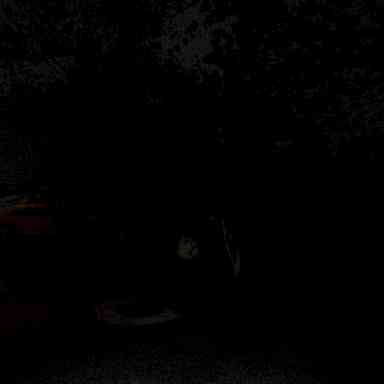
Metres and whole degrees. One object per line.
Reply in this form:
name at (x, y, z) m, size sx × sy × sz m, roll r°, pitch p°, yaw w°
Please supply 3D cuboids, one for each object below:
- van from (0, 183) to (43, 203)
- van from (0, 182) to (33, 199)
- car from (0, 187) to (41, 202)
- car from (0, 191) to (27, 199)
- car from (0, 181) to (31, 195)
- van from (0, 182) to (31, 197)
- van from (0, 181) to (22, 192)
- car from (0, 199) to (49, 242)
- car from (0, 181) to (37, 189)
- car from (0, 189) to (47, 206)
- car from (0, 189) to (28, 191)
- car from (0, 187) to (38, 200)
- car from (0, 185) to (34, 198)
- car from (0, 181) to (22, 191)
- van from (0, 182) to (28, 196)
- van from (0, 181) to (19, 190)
van at (-18.019, 0.122, 34.440) m, size 4.442 × 1.987 × 1.878 m, roll 1°, pitch 2°, yaw -30°
van at (-22.333, -0.195, 41.368) m, size 4.442 × 1.987 × 1.878 m, roll 1°, pitch 2°, yaw -31°
car at (-19.502, 0.264, 36.793) m, size 4.792 × 1.488 × 2.163 m, roll 1°, pitch 2°, yaw -30°
car at (-8.315, 1.046, 17.679) m, size 4.553 × 1.767 × 2.185 m, roll 1°, pitch 2°, yaw -30°
car at (-27.864, -0.599, 50.978) m, size 5.566 × 2.045 × 2.435 m, roll 1°, pitch 1°, yaw -30°
van at (-24.943, -0.383, 46.274) m, size 4.442 × 1.987 × 1.878 m, roll 1°, pitch 1°, yaw -30°
van at (-34.795, -1.046, 63.109) m, size 4.442 × 1.987 × 1.878 m, roll 1°, pitch 1°, yaw -30°
car at (-6.952, 1.289, 15.275) m, size 5.008 × 1.535 × 2.097 m, roll 1°, pitch 2°, yaw -30°
car at (-15.237, 0.335, 29.511) m, size 5.566 × 2.045 × 2.435 m, roll 1°, pitch 2°, yaw -30°
car at (-16.693, 0.496, 31.878) m, size 4.792 × 1.488 × 2.163 m, roll 1°, pitch 2°, yaw -30°
car at (-12.636, 0.816, 24.633) m, size 5.366 × 1.575 × 1.946 m, roll 1°, pitch 2°, yaw -30°
car at (-20.834, 0.162, 39.069) m, size 4.792 × 1.488 × 2.163 m, roll 1°, pitch 2°, yaw -30°
car at (-23.648, -0.065, 43.833) m, size 5.008 × 1.535 × 2.097 m, roll 1°, pitch 1°, yaw -30°
car at (-39.114, -1.357, 70.203) m, size 5.566 × 2.045 × 2.435 m, roll 1°, pitch 1°, yaw -30°
van at (-26.543, -0.481, 48.545) m, size 4.442 × 1.987 × 1.878 m, roll 1°, pitch 1°, yaw -30°
van at (-40.388, -1.423, 72.667) m, size 4.442 × 1.987 × 1.878 m, roll 1°, pitch 1°, yaw -30°
